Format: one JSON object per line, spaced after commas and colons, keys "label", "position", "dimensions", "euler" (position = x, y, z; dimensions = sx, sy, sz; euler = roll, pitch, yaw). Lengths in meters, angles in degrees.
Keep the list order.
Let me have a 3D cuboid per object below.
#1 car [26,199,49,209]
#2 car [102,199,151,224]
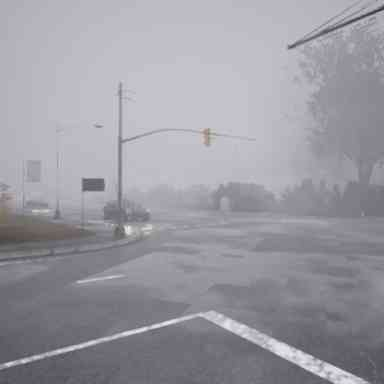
{"label": "car", "position": [-21.035, 1.556, 45.292], "dimensions": [1.895, 1.301, 4.718], "euler": [0, 0, -39]}
{"label": "car", "position": [-5.045, 1.372, 25.344], "dimensions": [2.097, 1.767, 4.553], "euler": [0, 0, -39]}
